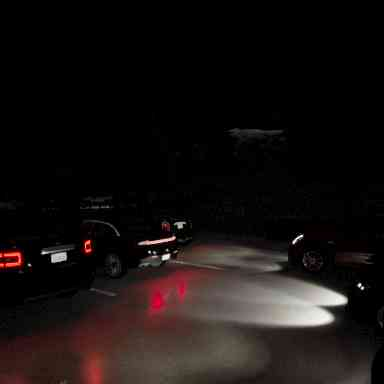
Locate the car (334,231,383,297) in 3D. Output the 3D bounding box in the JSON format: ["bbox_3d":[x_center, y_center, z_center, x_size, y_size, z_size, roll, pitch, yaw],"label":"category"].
[{"bbox_3d":[4.627,1.564,4.981,4.181,1.385,1.994,0,0,36],"label":"car"}]

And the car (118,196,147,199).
[{"bbox_3d":[-8.681,1.405,49.870,4.902,1.511,2.128,0,0,-41],"label":"car"}]

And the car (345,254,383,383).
[{"bbox_3d":[3.575,1.474,1.437,5.008,1.535,1.882,0,0,35],"label":"car"}]

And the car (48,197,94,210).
[{"bbox_3d":[-15.635,1.453,43.170,2.033,1.411,5.357,0,0,40],"label":"car"}]

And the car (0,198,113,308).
[{"bbox_3d":[-4.530,1.221,7.213,5.566,2.045,2.150,0,0,33],"label":"car"}]

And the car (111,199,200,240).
[{"bbox_3d":[-2.185,1.351,14.108,4.553,1.767,2.097,0,0,35],"label":"car"}]

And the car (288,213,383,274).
[{"bbox_3d":[5.001,1.352,9.025,4.553,1.767,2.097,0,0,36],"label":"car"}]

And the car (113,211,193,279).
[{"bbox_3d":[-2.645,1.491,10.139,4.902,1.511,2.128,0,0,36],"label":"car"}]

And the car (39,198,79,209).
[{"bbox_3d":[-18.132,1.491,45.540,1.895,1.301,4.718,0,0,43],"label":"car"}]
